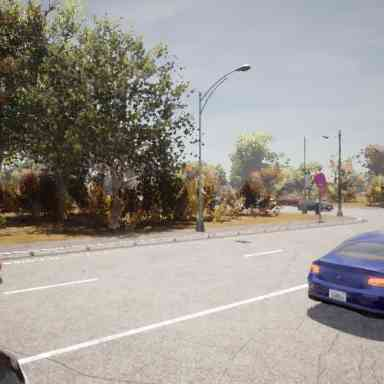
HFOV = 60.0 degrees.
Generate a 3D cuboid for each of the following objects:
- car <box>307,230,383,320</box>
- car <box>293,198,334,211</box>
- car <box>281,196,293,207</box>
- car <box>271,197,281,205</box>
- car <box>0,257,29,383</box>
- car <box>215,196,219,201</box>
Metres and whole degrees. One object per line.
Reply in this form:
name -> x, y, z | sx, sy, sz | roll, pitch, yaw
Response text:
car -> 4.257, 1.526, 6.794 | 4.674, 1.442, 1.812 | 0, 0, -36
car -> 14.574, 1.564, 39.447 | 1.994, 1.385, 4.181 | 0, 0, -32
car -> 14.539, 1.466, 52.926 | 1.882, 1.535, 5.008 | 0, 0, -32
car -> 9.453, 1.216, 47.535 | 2.150, 2.045, 5.566 | 0, 0, -33
car -> -3.339, 1.492, 1.362 | 4.902, 1.511, 2.128 | 0, 0, -36
car -> 3.934, 1.459, 56.262 | 1.812, 1.442, 4.674 | 0, 1, -32
